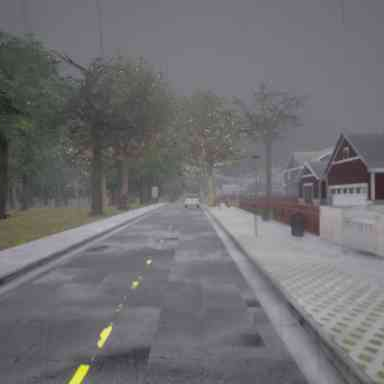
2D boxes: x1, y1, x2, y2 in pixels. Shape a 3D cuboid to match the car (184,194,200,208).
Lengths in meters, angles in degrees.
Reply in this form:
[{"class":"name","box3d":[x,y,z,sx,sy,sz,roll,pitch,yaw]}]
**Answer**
[{"class":"car","box3d":[-0.004,1.309,49.711,2.150,2.045,5.566,0,0,0]}]
